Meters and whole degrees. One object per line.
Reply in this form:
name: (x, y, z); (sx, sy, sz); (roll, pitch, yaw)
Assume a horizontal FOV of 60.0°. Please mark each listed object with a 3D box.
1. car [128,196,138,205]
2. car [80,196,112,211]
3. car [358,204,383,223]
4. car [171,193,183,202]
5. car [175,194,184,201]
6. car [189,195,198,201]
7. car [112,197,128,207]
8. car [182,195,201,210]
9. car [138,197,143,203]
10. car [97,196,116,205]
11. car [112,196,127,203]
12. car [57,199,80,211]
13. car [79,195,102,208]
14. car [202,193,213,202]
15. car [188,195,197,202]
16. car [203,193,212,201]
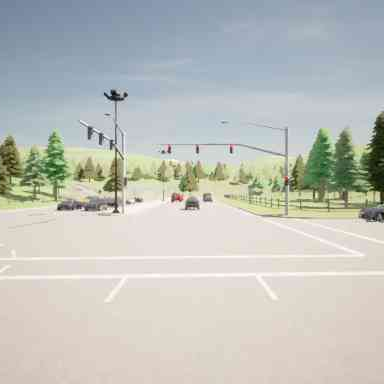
car: (-11.537, 1.601, 59.696); (1.895, 1.301, 4.718); (0, 0, 1)
car: (-11.572, 1.505, 40.374); (1.837, 1.490, 4.892); (0, 0, 0)
car: (15.095, 1.492, 24.872); (4.902, 1.511, 2.128); (0, 0, 1)
car: (-3.413, 1.220, 73.812); (2.150, 2.045, 5.566); (0, 0, 1)
car: (-3.183, 1.419, 84.557); (1.882, 1.535, 5.008); (0, 0, 2)
car: (0.316, 1.466, 84.463); (2.128, 1.511, 4.902); (0, 0, 2)
car: (-11.564, 1.547, 50.112); (2.033, 1.411, 5.357); (0, 0, 0)
car: (0.029, 1.504, 43.173); (1.837, 1.490, 4.892); (0, 0, 0)
car: (-11.449, 1.595, 69.889); (1.895, 1.301, 4.718); (0, 0, 0)
car: (-15.032, 1.491, 58.593); (2.128, 1.511, 4.902); (0, 0, 0)
car: (-14.950, 1.595, 68.736); (1.895, 1.301, 4.718); (0, 0, 0)
car: (-15.060, 1.564, 41.207); (1.994, 1.385, 4.181); (0, 0, 1)
car: (-15.060, 1.352, 49.714); (2.097, 1.767, 4.553); (0, 0, 0)
car: (3.587, 1.536, 73.774); (2.033, 1.411, 5.357); (0, 0, 1)
car: (0.091, 1.475, 74.192); (1.882, 1.535, 5.008); (0, 0, 1)
car: (3.815, 1.166, 84.398); (2.150, 2.045, 5.566); (0, 0, 2)
